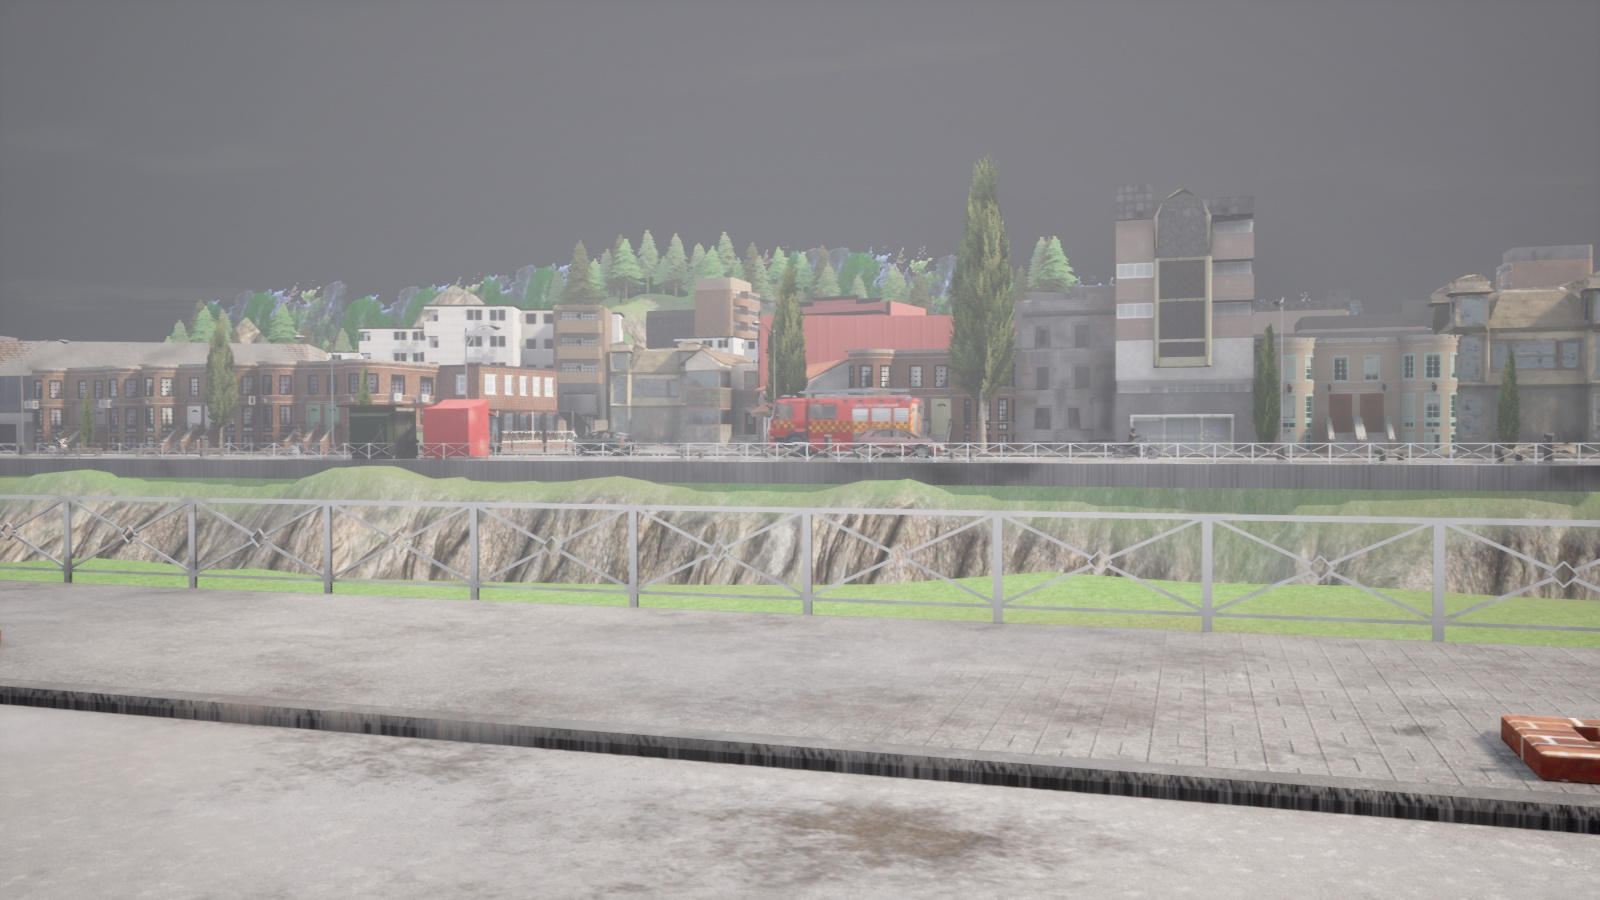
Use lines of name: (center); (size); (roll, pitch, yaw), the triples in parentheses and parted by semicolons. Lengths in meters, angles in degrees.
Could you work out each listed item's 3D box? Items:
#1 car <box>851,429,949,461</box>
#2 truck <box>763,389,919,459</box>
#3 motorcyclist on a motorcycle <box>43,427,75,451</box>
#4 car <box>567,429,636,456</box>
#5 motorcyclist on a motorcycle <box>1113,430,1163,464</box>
car: (5.310, -0.295, 66.698); (4.856, 1.649, 2.033); (1, 1, 18)
truck: (2.351, -1.484, 71.812); (8.468, 3.827, 2.891); (1, 1, 18)
motorcyclist on a motorcycle: (-49.565, -0.768, 84.030); (1.817, 1.590, 0.866); (1, 1, 18)
car: (-12.083, -0.471, 76.386); (3.705, 1.549, 1.789); (1, 1, 18)
motorcyclist on a motorcycle: (16.967, -0.169, 63.017); (2.350, 1.649, 0.766); (1, 1, 18)
